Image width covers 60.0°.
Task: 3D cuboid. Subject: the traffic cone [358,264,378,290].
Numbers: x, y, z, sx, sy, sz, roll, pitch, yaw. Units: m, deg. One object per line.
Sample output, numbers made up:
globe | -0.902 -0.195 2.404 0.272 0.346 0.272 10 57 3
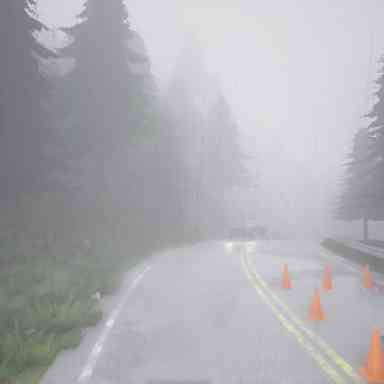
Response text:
traffic cone | 4.299 2.054 8.145 0.340 0.580 0.340 0 -1 0

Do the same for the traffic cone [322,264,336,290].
traffic cone | 3.302 2.054 8.151 0.340 0.580 0.340 0 -1 0

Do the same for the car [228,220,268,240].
car | 4.346 2.844 25.279 1.882 1.535 5.008 -3 -8 27

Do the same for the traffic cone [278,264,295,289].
traffic cone | 2.305 2.054 8.157 0.340 0.580 0.340 0 -2 0

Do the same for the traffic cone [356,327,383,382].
traffic cone | 2.290 1.989 4.151 0.340 0.580 0.340 0 0 0

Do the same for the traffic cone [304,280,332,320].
traffic cone | 2.298 2.014 6.155 0.340 0.580 0.340 0 -1 0
